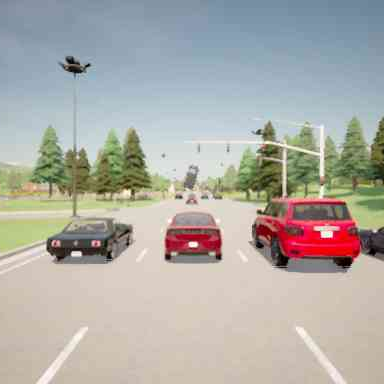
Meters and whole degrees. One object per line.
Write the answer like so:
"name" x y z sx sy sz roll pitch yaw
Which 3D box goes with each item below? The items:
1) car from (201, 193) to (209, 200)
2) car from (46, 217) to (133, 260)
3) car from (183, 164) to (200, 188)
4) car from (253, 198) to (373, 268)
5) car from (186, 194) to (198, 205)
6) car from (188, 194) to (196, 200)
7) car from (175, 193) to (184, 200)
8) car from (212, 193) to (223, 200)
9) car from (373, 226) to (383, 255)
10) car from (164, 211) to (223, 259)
"car" 3.480 1.297 88.071 1.812 1.442 4.674 0 0 0
"car" -3.441 1.570 12.210 1.895 1.301 4.718 0 0 0
"car" -0.117 -3.094 62.166 2.097 4.553 1.767 17 -8 6
"car" 3.552 1.193 11.382 2.150 2.045 5.566 0 0 0
"car" -0.013 1.383 57.041 1.812 1.442 4.674 0 0 0
"car" -0.020 1.251 87.654 1.882 1.535 5.008 0 0 0
"car" -3.520 1.251 87.653 1.882 1.535 5.008 0 0 0
"car" 6.980 1.299 87.655 2.128 1.511 4.902 0 0 0
"car" 7.040 1.522 10.104 2.033 1.411 5.357 0 0 0
"car" 0.058 1.447 12.443 1.882 1.535 5.008 0 0 0
